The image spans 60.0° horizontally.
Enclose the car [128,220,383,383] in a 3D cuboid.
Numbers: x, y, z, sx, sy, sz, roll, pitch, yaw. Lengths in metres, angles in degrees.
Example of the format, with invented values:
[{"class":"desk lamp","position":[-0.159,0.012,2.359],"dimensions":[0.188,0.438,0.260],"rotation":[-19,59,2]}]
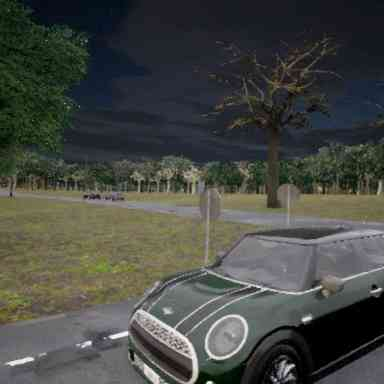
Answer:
[{"class":"car","position":[1.397,1.362,4.857],"dimensions":[4.553,1.767,2.097],"rotation":[0,0,-35]}]

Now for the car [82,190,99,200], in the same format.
[{"class":"car","position":[-18.147,0.474,60.052],"dimensions":[2.097,1.767,4.553],"rotation":[2,-1,-36]}]

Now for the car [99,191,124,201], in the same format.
[{"class":"car","position":[-12.168,0.664,51.725],"dimensions":[2.128,1.511,4.902],"rotation":[2,-1,-35]}]
